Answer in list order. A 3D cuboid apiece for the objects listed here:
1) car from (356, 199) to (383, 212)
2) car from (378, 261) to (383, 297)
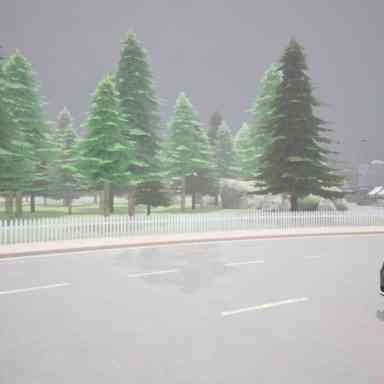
[{"bbox_3d":[19.933,1.619,36.827,1.994,1.385,4.181,0,0,-4],"label":"car"},{"bbox_3d":[5.722,1.491,6.151,4.902,1.511,2.128,0,0,-23],"label":"car"}]
